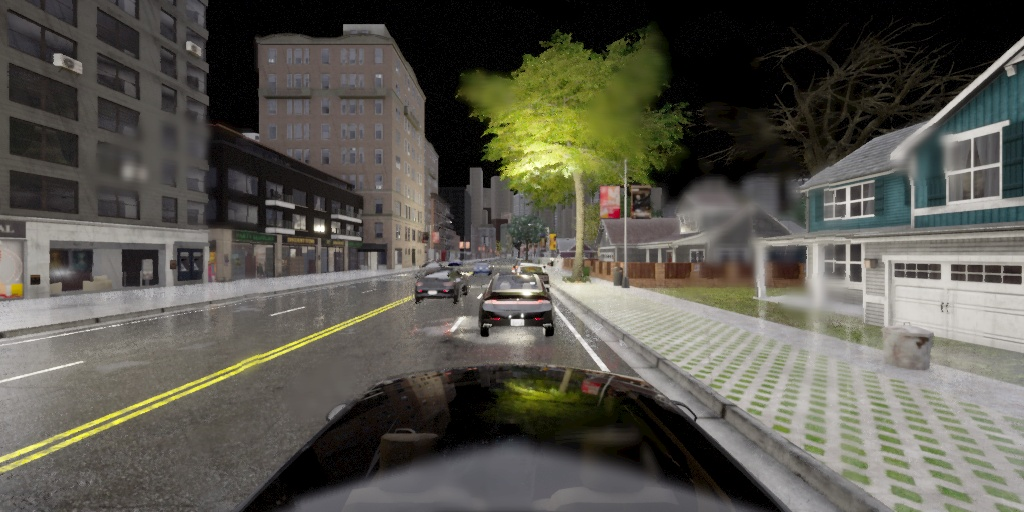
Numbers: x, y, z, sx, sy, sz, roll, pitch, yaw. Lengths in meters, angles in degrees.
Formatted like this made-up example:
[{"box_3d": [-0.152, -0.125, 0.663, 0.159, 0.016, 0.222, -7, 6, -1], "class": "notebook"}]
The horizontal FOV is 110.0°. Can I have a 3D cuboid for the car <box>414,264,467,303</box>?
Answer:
[{"box_3d": [-3.111, 1.269, 16.374, 1.812, 1.442, 4.674, 0, 0, 0], "class": "car"}]

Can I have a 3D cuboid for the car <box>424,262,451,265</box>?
[{"box_3d": [-6.524, 1.257, 29.451, 1.812, 1.442, 4.674, 0, 0, 0], "class": "car"}]

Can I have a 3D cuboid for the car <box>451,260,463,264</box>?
[{"box_3d": [-9.642, 1.301, 61.949, 1.895, 1.301, 4.718, 0, 0, 1], "class": "car"}]

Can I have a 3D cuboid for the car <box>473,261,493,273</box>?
[{"box_3d": [-3.052, 1.270, 38.042, 2.033, 1.411, 5.357, 0, 0, 0], "class": "car"}]

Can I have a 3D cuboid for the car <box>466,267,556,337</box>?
[{"box_3d": [0.121, 1.239, 10.270, 2.128, 1.511, 4.902, 0, 0, 0], "class": "car"}]

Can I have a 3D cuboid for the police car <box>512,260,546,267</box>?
[{"box_3d": [1.025, 1.165, 20.520, 1.930, 1.638, 5.238, 0, 0, 0], "class": "police car"}]

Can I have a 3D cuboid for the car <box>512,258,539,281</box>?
[{"box_3d": [1.051, 1.082, 30.380, 2.097, 1.767, 4.553, 0, 0, 0], "class": "car"}]
